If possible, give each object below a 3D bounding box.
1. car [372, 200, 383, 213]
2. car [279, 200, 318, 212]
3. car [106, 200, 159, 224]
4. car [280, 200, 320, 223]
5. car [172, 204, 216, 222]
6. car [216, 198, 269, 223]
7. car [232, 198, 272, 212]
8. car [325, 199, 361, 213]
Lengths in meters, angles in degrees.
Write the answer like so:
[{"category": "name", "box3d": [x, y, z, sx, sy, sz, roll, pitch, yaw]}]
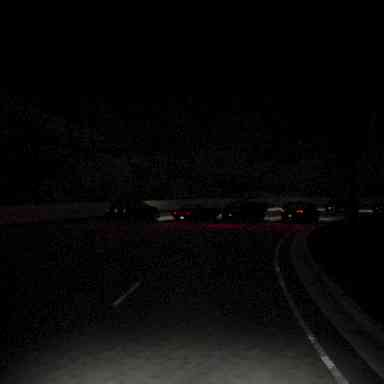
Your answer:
[{"category": "car", "box3d": [21.740, 1.545, 36.540, 4.674, 1.442, 1.812, 0, 0, -27]}, {"category": "car", "box3d": [12.635, 1.622, 39.292, 4.718, 1.301, 1.895, 0, 0, -35]}, {"category": "car", "box3d": [-4.439, 1.364, 25.543, 2.097, 1.767, 4.553, 0, 0, 27]}, {"category": "car", "box3d": [8.464, 1.540, 25.882, 1.812, 1.442, 4.674, 0, 0, 37]}, {"category": "car", "box3d": [0.441, 1.615, 26.664, 1.895, 1.301, 4.718, 0, 0, 32]}, {"category": "car", "box3d": [4.066, 1.491, 25.750, 1.882, 1.535, 5.008, 0, 0, 33]}, {"category": "car", "box3d": [7.203, 1.513, 39.787, 4.902, 1.511, 2.128, 0, 0, -41]}, {"category": "car", "box3d": [17.293, 1.525, 38.079, 4.892, 1.490, 1.837, 0, 0, -32]}]
